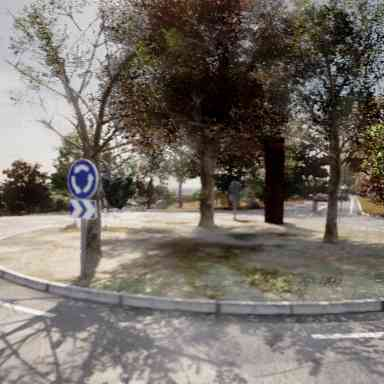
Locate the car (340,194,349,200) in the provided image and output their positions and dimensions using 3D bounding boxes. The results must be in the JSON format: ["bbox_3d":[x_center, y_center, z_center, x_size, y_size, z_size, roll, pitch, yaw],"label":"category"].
[{"bbox_3d":[35.388,1.127,77.185,1.837,1.490,4.892,1,0,26],"label":"car"}]

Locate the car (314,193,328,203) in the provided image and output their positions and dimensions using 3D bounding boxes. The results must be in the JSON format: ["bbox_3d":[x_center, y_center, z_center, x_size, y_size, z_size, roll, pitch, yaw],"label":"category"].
[{"bbox_3d":[24.047,1.021,61.935,2.097,1.767,4.553,1,1,26],"label":"car"}]

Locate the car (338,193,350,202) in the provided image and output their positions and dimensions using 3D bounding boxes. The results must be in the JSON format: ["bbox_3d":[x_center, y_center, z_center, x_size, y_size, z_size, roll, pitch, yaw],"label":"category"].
[{"bbox_3d":[30.821,1.164,67.819,1.837,1.490,4.892,1,1,26],"label":"car"}]
